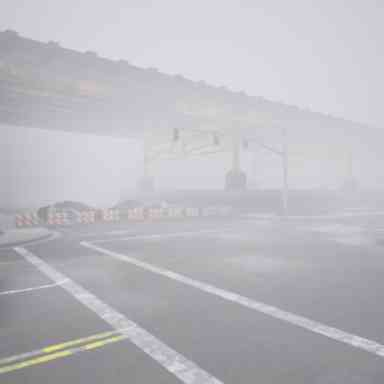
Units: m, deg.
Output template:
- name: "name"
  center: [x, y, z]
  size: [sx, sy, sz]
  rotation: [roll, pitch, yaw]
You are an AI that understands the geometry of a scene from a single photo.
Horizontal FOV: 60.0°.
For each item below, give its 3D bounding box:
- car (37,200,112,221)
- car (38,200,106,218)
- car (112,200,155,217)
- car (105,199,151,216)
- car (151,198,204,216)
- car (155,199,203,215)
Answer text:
- name: "car"
  center: [-9.094, 1.435, 25.553]
  size: [4.974, 1.542, 2.038]
  rotation: [0, 0, 8]
- name: "car"
  center: [-9.146, 1.277, 25.560]
  size: [4.536, 1.218, 1.853]
  rotation: [0, 0, 8]
- name: "car"
  center: [-5.349, 1.423, 28.238]
  size: [2.038, 1.542, 4.974]
  rotation: [0, 0, 18]
- name: "car"
  center: [-5.334, 1.266, 28.287]
  size: [1.853, 1.218, 4.536]
  rotation: [0, 0, 18]
- name: "car"
  center: [-1.439, 1.410, 31.998]
  size: [4.974, 1.542, 2.038]
  rotation: [0, 0, -7]
- name: "car"
  center: [-1.491, 1.253, 31.991]
  size: [4.536, 1.218, 1.853]
  rotation: [0, 0, -7]
